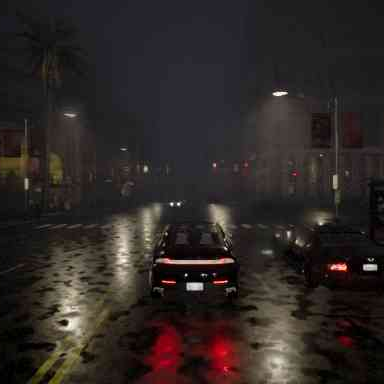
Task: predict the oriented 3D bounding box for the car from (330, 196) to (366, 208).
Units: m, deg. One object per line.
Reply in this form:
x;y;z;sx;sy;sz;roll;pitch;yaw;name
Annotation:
22.592;1.352;48.280;4.553;1.767;2.097;0;0;0;car

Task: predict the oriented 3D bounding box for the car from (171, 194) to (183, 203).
-3.492;1.595;71.623;1.895;1.301;4.718;0;0;0;car

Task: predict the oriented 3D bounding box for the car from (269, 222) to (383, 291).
3.563;1.547;9.127;2.033;1.411;5.357;0;0;0;car

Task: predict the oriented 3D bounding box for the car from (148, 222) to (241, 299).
0.060;1.492;8.425;2.128;1.511;4.902;0;0;0;car

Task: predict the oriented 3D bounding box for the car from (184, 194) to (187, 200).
-2.634;1.355;91.836;2.097;1.767;4.553;0;0;10;car

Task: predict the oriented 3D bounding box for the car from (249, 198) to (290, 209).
10.447;1.548;44.475;5.357;1.411;2.033;0;0;-4;car

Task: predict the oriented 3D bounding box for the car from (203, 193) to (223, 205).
3.674;1.478;60.302;1.882;1.535;5.008;-1;0;-6;car
